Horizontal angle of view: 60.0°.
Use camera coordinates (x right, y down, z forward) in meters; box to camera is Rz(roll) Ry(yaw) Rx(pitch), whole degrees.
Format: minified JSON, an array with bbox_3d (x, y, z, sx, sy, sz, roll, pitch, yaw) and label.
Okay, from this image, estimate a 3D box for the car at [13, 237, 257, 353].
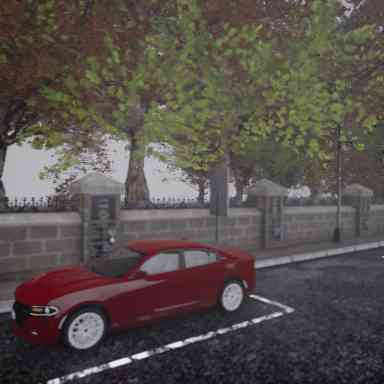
[{"bbox_3d":[-0.768,1.571,6.166,4.507,1.381,1.887,1,0,-35],"label":"car"}]
